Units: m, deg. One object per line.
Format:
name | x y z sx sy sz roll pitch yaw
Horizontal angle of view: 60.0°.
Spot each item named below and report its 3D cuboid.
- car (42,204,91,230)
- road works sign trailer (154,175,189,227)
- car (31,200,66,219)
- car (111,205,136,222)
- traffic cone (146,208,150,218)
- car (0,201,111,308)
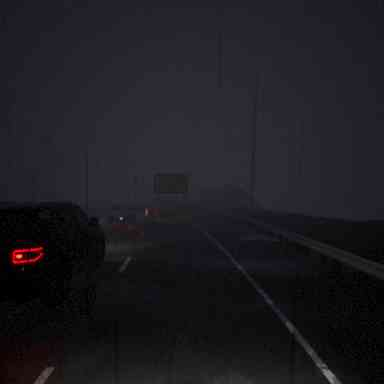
car | -8.524 1.601 23.128 2.033 1.411 5.357 0 0 -7
road works sign trailer | -1.487 0.510 23.458 2.380 3.560 2.880 0 0 -9
car | -13.367 1.552 31.322 1.882 1.535 5.008 0 0 -10
car | -5.481 1.657 26.507 1.895 1.301 4.718 0 0 -8
traffic cone | -4.016 2.017 30.149 0.340 0.580 0.340 0 0 -9
car | -3.688 1.241 8.065 2.150 2.045 5.566 0 0 -3
